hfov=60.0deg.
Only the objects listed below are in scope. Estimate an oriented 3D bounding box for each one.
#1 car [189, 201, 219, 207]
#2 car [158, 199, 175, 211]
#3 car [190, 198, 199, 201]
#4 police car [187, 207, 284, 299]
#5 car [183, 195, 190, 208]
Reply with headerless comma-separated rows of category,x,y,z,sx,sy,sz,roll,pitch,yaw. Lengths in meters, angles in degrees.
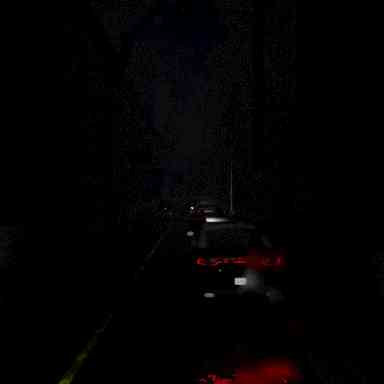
car,0.905,1.477,18.539,1.882,1.535,5.008,0,0,0
car,-3.091,1.545,40.976,2.033,1.411,5.357,0,0,0
car,0.906,1.454,24.730,1.801,1.575,5.366,0,0,0
police car,0.902,1.425,8.650,1.930,1.638,5.238,0,0,0
car,0.040,1.559,47.293,1.994,1.385,4.181,0,0,1
